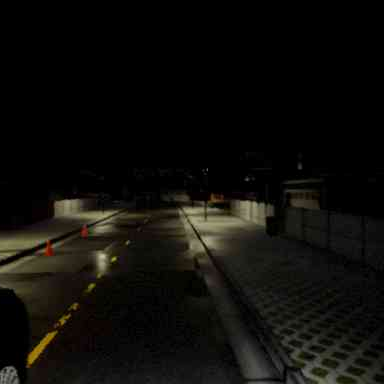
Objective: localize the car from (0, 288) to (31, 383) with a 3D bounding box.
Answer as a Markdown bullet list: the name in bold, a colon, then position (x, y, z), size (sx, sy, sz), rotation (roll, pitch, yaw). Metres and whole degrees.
- **car**: position (-2.551, 1.499, 1.560), size (2.128, 1.511, 4.902), rotation (0, 0, -2)

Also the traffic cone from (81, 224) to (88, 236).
- **traffic cone**: position (-5.455, 1.933, 16.911), size (0.340, 0.580, 0.340), rotation (0, 0, -4)

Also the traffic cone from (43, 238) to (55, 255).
- **traffic cone**: position (-5.131, 1.947, 11.921), size (0.340, 0.580, 0.340), rotation (0, 0, -4)
